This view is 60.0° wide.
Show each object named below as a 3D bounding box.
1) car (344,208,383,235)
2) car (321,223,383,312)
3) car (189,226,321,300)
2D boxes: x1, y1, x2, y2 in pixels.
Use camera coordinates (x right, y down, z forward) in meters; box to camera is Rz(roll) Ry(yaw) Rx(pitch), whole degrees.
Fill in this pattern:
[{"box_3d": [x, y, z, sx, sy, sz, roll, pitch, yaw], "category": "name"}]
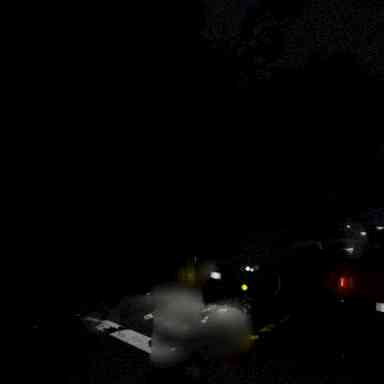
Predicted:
[{"box_3d": [9.822, 1.570, 17.659, 2.033, 1.411, 5.357, -1, -1, 41], "category": "car"}, {"box_3d": [4.621, 1.596, 7.070, 1.895, 1.301, 4.718, -1, -1, 41], "category": "car"}, {"box_3d": [1.825, 1.601, 8.620, 1.994, 1.385, 4.181, -1, -1, 42], "category": "car"}]
